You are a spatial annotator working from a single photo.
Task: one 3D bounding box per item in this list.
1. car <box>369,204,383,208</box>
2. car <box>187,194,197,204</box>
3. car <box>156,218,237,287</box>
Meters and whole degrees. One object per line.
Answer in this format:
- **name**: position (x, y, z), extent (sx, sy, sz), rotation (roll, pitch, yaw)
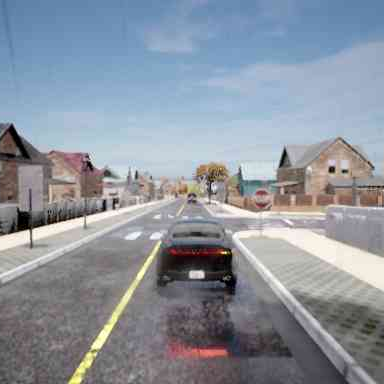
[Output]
- **car**: position (13.269, 1.539, 23.323), extent (4.181, 1.385, 1.994), rotation (1, 2, 8)
- **car**: position (-0.011, 1.660, 66.555), extent (1.895, 1.301, 4.718), rotation (0, 0, 0)
- **car**: position (0.115, 1.473, 9.206), extent (1.837, 1.490, 4.892), rotation (0, -1, 0)
